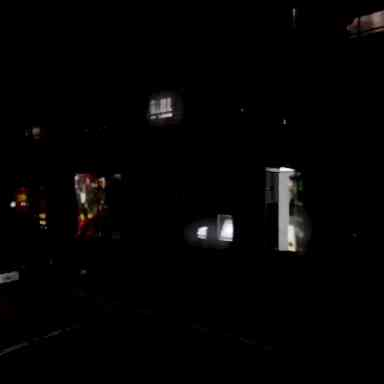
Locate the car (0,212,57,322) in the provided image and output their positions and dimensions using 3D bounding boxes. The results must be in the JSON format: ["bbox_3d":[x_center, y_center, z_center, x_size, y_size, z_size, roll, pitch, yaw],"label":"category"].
[{"bbox_3d":[-4.543,1.284,6.118,5.009,1.841,2.192,0,0,36],"label":"car"}]
